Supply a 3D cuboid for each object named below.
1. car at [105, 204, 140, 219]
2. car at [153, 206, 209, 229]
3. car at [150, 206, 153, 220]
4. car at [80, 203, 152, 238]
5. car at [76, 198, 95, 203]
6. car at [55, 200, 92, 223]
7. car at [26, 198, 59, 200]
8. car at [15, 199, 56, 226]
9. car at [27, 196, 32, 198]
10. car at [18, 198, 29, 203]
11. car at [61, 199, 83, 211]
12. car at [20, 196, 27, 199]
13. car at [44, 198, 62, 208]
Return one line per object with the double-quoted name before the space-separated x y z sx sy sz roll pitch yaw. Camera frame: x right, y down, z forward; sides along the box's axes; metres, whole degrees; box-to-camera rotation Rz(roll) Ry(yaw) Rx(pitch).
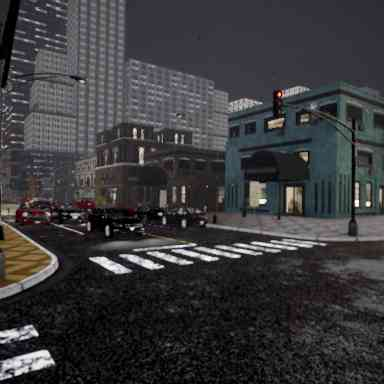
"car" -6.831 1.831 32.374 1.802 1.307 4.206 1 -1 -35
"car" -0.591 1.748 23.361 2.008 1.369 4.403 1 -1 -35
"car" -3.711 1.789 27.869 1.947 1.339 4.313 1 -1 -35
"car" -4.343 1.583 18.382 1.837 1.490 4.892 1 -1 -35
"car" -13.829 1.622 42.411 2.192 1.841 5.009 1 -1 -35
"car" -10.034 1.617 26.616 2.128 1.511 4.902 1 -1 -35
"car" -15.850 1.679 35.033 1.837 1.490 4.892 1 -1 -35
"car" -11.415 1.508 23.825 1.967 1.590 4.097 1 -1 -35
"car" -32.952 1.994 69.884 1.752 1.417 4.829 1 -1 -35
"car" -42.334 2.101 83.437 2.008 1.369 4.403 1 -1 -35
"car" -17.017 1.773 46.955 1.967 1.590 4.097 1 -1 -35
"car" -39.172 1.838 78.875 2.192 1.841 5.009 1 -1 -35
"car" -23.377 1.826 56.053 1.967 1.590 4.097 1 -1 -35
